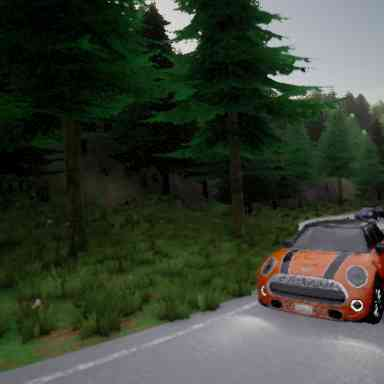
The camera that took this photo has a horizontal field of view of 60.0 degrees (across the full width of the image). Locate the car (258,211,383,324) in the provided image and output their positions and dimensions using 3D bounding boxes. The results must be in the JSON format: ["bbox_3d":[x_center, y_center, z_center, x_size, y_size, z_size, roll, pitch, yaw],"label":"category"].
[{"bbox_3d":[3.265,1.465,7.575,2.097,1.767,4.553,-2,-2,37],"label":"car"}]

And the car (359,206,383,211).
[{"bbox_3d":[18.440,2.166,34.017,2.033,1.411,5.357,-2,-2,45],"label":"car"}]
